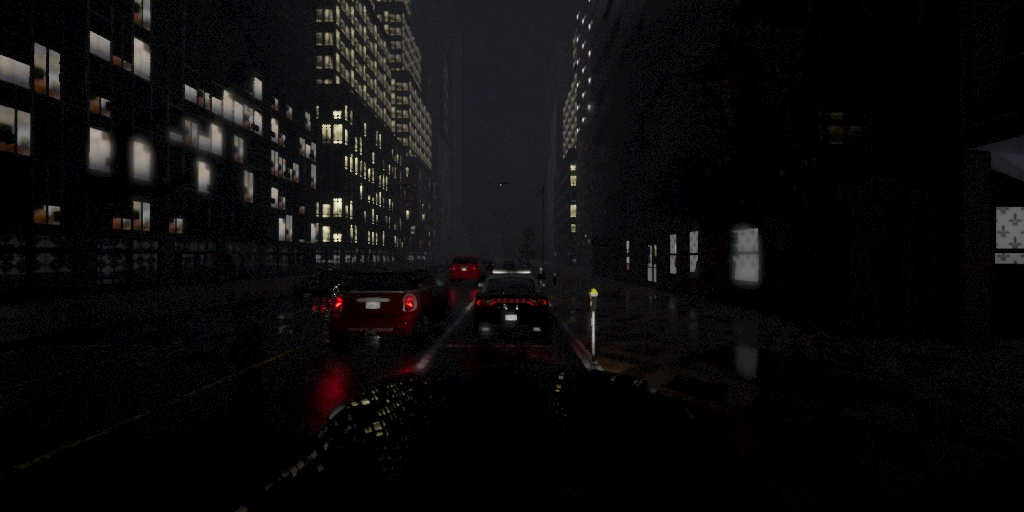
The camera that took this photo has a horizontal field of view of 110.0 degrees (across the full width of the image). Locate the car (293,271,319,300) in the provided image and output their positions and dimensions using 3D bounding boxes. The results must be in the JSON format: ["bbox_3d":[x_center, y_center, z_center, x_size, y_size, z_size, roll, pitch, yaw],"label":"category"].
[{"bbox_3d":[-8.836,1.313,17.650,1.948,1.339,4.313,0,0,0],"label":"car"}]

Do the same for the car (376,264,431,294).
[{"bbox_3d":[-6.245,1.272,21.216,1.812,1.442,4.674,0,0,0],"label":"car"}]

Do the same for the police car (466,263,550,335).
[{"bbox_3d":[-0.012,1.174,10.609,1.930,1.638,5.238,0,0,0],"label":"police car"}]

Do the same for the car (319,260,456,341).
[{"bbox_3d":[-3.046,1.102,9.980,2.097,1.767,4.553,0,0,0],"label":"car"}]

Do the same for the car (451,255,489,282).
[{"bbox_3d":[-3.145,0.966,26.187,2.150,2.045,5.566,0,0,0],"label":"car"}]

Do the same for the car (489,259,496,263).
[{"bbox_3d":[-3.045,1.086,43.451,2.097,1.767,4.553,0,0,0],"label":"car"}]

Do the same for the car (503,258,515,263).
[{"bbox_3d":[-0.455,1.298,46.099,1.948,1.339,4.313,0,0,0],"label":"car"}]
